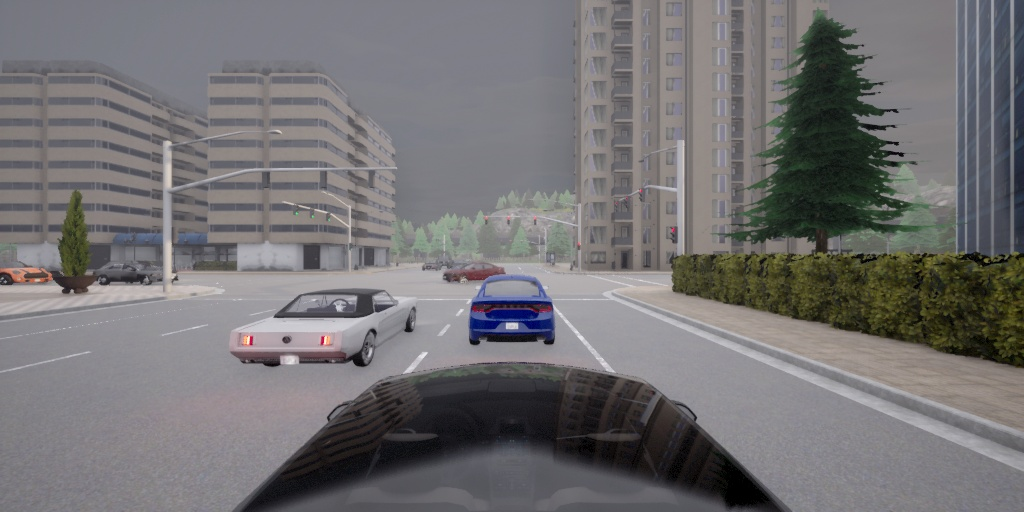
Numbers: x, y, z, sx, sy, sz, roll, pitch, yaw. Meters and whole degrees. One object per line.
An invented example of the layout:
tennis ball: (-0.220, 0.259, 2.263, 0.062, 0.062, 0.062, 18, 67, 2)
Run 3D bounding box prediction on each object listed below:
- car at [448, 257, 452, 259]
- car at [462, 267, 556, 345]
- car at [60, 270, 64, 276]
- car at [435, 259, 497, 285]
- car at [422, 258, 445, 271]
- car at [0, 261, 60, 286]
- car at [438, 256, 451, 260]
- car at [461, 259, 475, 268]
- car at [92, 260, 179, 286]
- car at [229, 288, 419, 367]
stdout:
car: (-7.524, 1.297, 52.303, 2.033, 1.411, 5.357, 0, 0, 0)
car: (-0.005, 1.228, 9.539, 1.882, 1.535, 5.008, 0, 0, 0)
car: (-38.808, 1.350, 28.347, 4.718, 1.301, 1.895, 0, 0, 0)
car: (-2.814, 1.227, 26.712, 5.008, 1.535, 1.882, 0, -1, -41)
car: (-11.011, 1.314, 49.409, 1.994, 1.385, 4.181, 0, 0, 0)
car: (-35.100, 1.102, 24.839, 4.553, 1.767, 2.097, 0, 0, 0)
car: (-11.095, 0.971, 58.766, 2.150, 2.045, 5.566, 0, 0, 0)
car: (-7.612, 1.228, 62.643, 1.882, 1.535, 5.008, 0, 0, 0)
car: (-25.948, 1.241, 24.810, 4.902, 1.511, 2.128, 0, 0, 1)
car: (-3.497, 1.351, 7.873, 1.895, 1.301, 4.718, 0, 0, 0)
